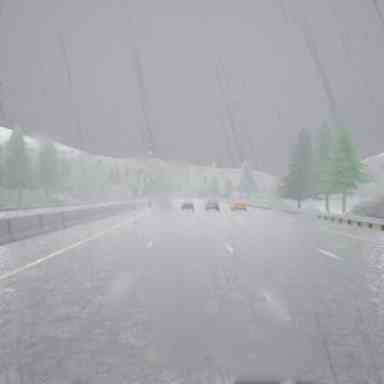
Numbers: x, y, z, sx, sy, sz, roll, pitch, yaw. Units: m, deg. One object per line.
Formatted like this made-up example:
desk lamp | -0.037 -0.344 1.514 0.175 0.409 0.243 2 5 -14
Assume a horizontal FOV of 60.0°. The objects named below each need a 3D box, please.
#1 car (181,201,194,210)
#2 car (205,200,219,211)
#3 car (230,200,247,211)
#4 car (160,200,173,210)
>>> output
car | -0.637 2.054 51.851 1.812 1.442 4.674 -1 0 0
car | 2.912 1.947 48.431 2.128 1.511 4.902 -1 -1 -1
car | 6.436 1.876 46.758 1.882 1.535 5.008 -1 0 -1
car | -4.183 2.094 55.331 2.128 1.511 4.902 -1 -1 -1
